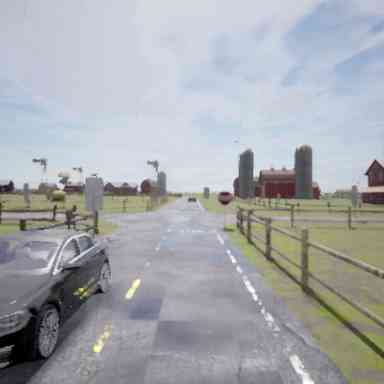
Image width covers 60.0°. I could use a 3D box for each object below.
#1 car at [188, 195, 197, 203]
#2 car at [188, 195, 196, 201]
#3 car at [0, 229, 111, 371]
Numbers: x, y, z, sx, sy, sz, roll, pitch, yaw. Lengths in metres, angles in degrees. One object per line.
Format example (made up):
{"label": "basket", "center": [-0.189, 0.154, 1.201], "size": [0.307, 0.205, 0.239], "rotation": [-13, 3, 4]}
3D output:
{"label": "car", "center": [0.029, 1.618, 76.716], "size": [1.882, 1.535, 5.008], "rotation": [0, 0, 0]}
{"label": "car", "center": [0.035, 1.559, 87.139], "size": [1.994, 1.385, 4.181], "rotation": [0, 0, 0]}
{"label": "car", "center": [-2.837, 1.502, 6.003], "size": [2.128, 1.511, 4.902], "rotation": [0, 0, 0]}
